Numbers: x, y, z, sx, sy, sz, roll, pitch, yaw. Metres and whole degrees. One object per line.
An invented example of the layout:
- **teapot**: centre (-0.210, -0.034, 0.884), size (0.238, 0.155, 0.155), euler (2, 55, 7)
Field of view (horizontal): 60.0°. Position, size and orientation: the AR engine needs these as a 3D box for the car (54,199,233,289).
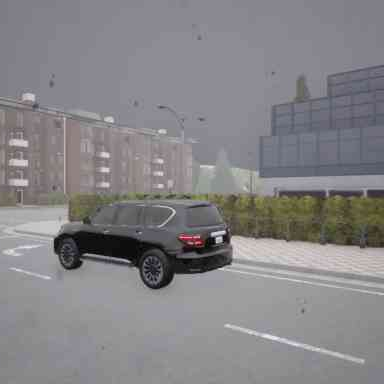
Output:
- **car**: centre (-1.552, 1.221, 9.387), size (5.566, 2.045, 2.150), euler (0, 0, 35)
